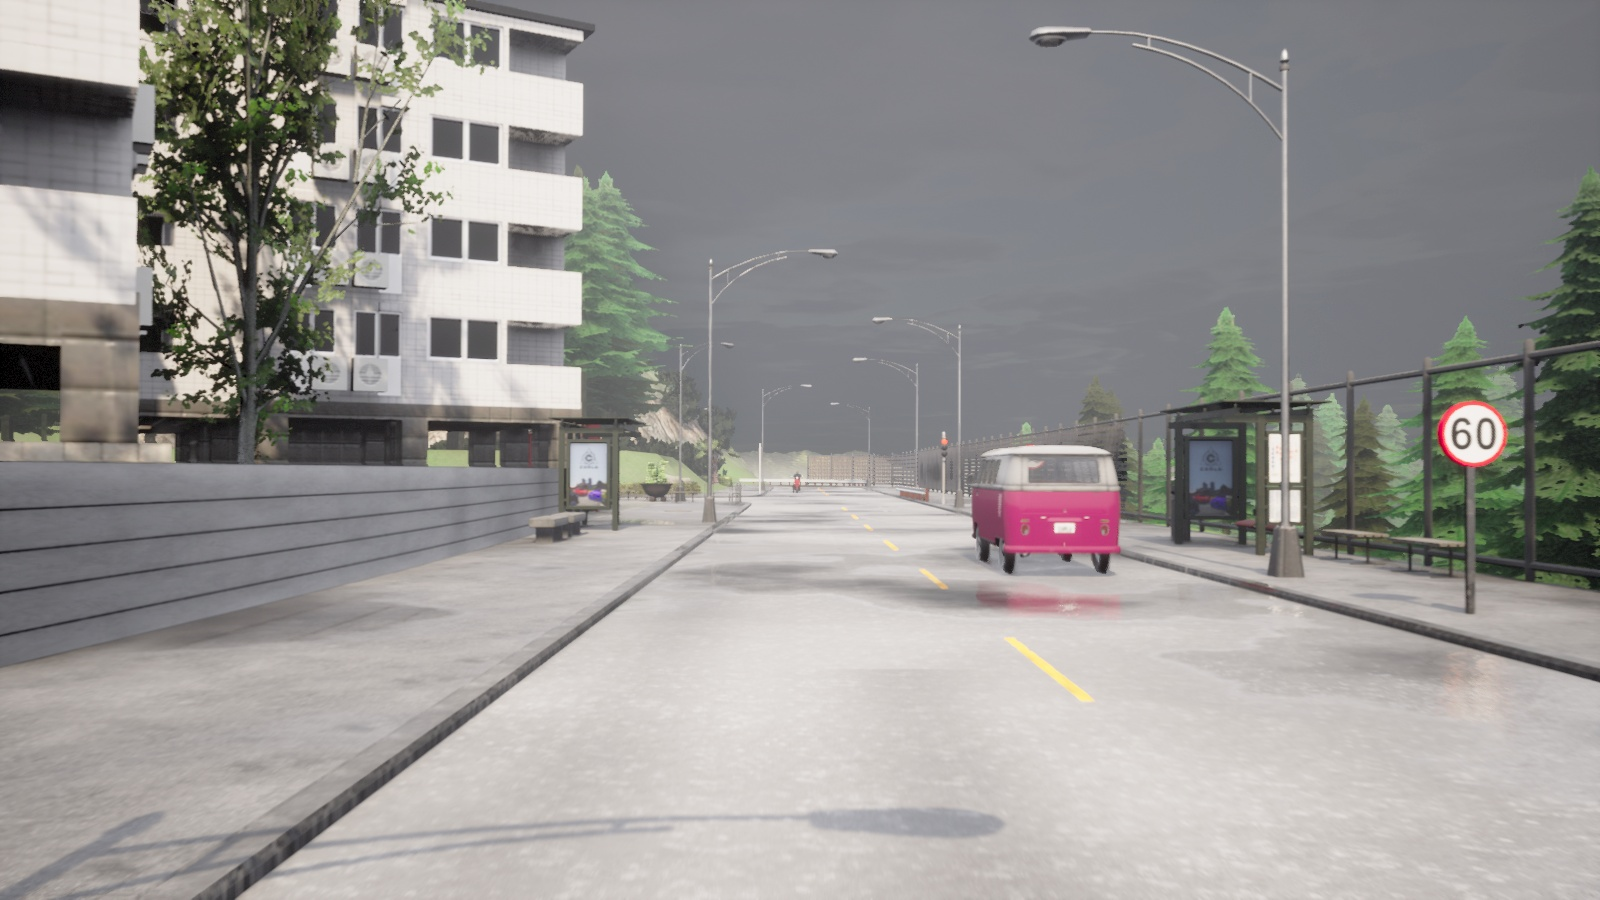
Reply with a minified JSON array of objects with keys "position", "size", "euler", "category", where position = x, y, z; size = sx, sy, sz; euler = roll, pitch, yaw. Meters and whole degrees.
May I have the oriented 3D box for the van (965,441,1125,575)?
[{"position":[3.944,0.901,20.949],"size":[1.775,1.987,4.442],"euler":[0,-1,0],"category":"van"}]
